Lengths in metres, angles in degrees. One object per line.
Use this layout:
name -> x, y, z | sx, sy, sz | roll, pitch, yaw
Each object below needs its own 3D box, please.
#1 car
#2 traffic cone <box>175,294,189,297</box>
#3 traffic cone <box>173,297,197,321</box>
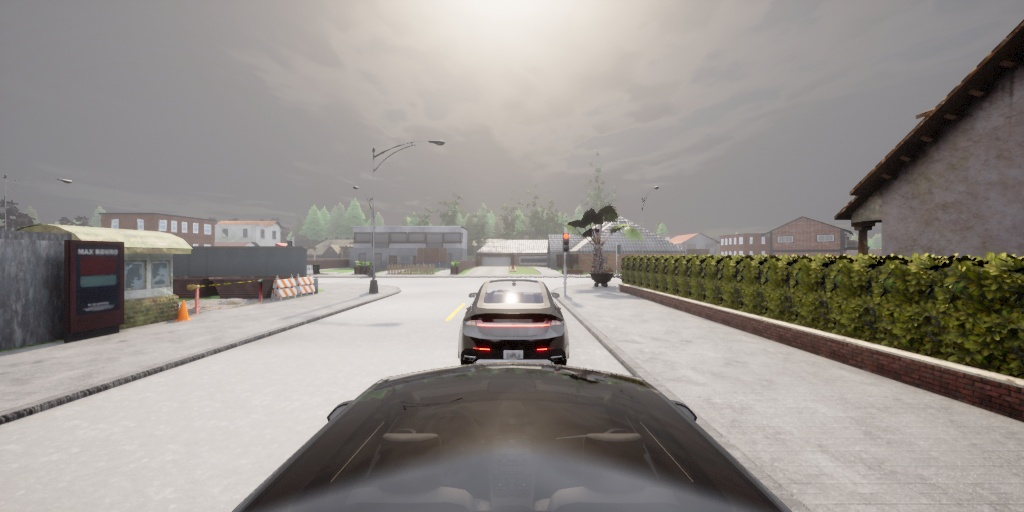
car -> 0.043, 1.241, 7.718 | 2.128, 1.511, 4.902 | 0, 0, 1
traffic cone -> -10.390, 1.568, 11.066 | 0.344, 0.586, 0.344 | 0, 0, 0
traffic cone -> -9.670, 1.597, 10.546 | 0.344, 0.586, 0.344 | 0, 0, 0
